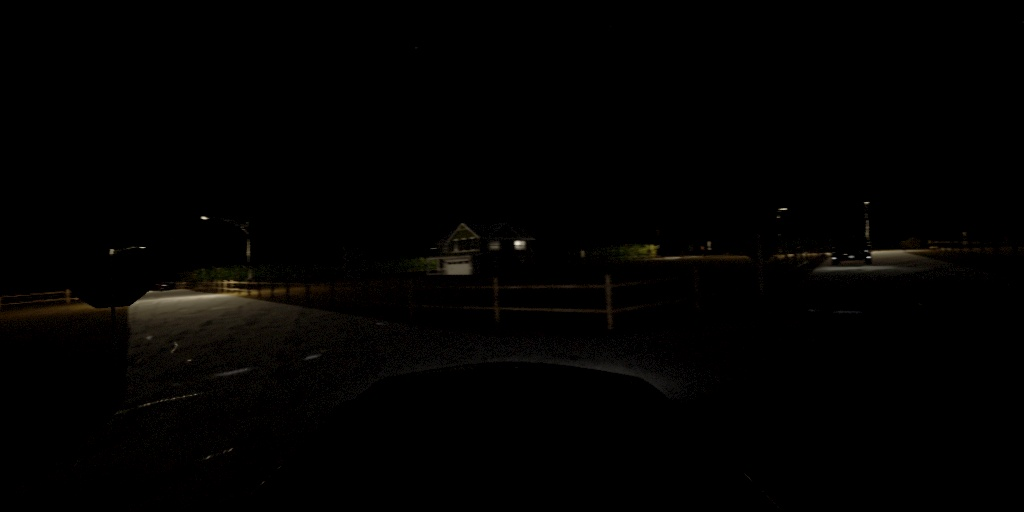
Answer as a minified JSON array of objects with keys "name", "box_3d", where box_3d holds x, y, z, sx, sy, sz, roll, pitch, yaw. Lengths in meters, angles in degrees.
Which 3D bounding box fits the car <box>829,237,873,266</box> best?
[{"name":"car","box_3d":[26.189,-0.402,27.729,2.150,2.045,5.566,-4,0,43]}]
